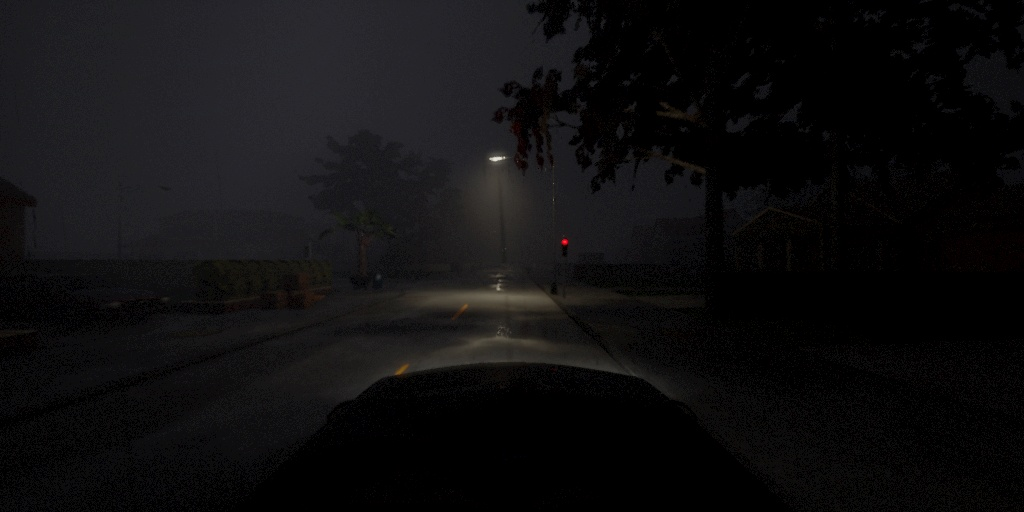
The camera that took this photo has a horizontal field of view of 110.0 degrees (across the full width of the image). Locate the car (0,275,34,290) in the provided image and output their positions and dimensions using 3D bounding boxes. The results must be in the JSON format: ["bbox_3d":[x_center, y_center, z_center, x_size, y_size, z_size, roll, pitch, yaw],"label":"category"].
[{"bbox_3d":[-40.601,1.618,27.677,4.674,1.442,1.812,0,-1,1],"label":"car"}]
